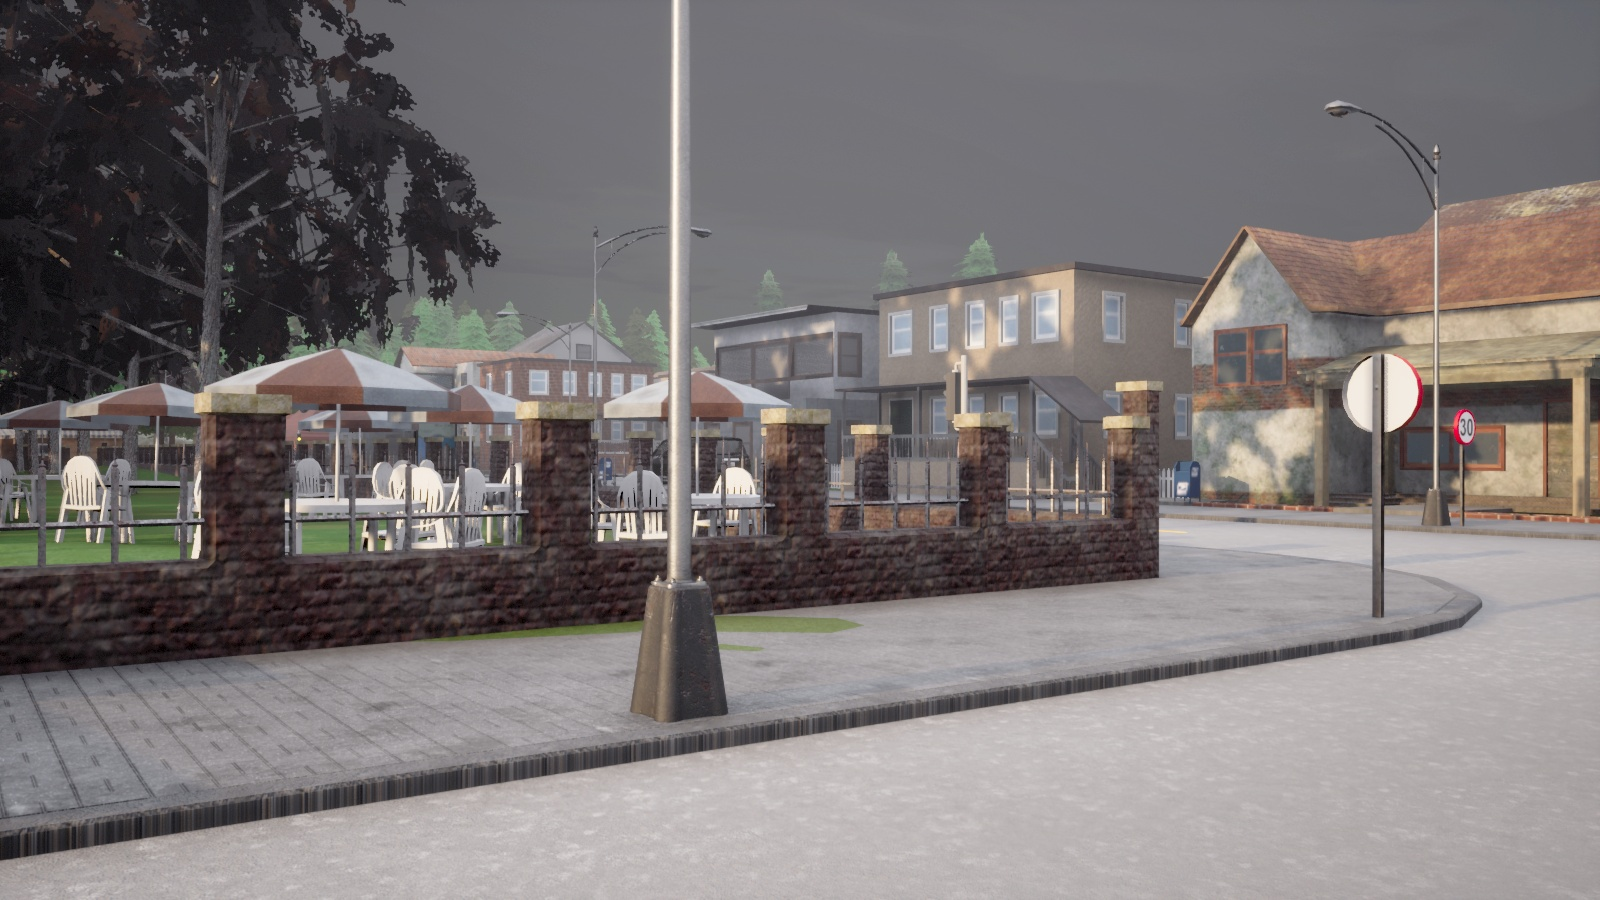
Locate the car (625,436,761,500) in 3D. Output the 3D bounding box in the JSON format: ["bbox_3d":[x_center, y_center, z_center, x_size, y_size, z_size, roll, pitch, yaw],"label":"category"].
[{"bbox_3d":[-3.768,0.577,43.111,2.150,2.045,5.566,0,0,-35],"label":"car"}]
